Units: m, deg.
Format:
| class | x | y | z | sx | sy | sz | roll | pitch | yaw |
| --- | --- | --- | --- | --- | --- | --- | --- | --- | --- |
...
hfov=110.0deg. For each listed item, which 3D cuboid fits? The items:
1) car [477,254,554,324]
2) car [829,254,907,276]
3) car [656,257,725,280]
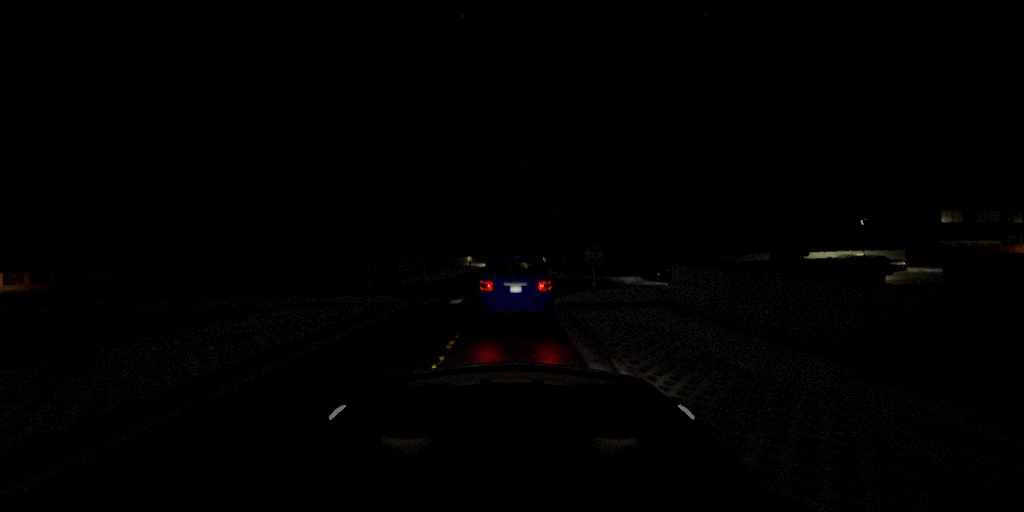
| class | x | y | z | sx | sy | sz | roll | pitch | yaw |
| --- | --- | --- | --- | --- | --- | --- | --- | --- | --- |
| car | 0.101 | 0.941 | 11.973 | 2.150 | 2.045 | 5.566 | 0 | 0 | 0 |
| car | 22.096 | 0.563 | 23.154 | 5.357 | 1.411 | 2.033 | -2 | 0 | 0 |
| car | 11.760 | 0.825 | 23.083 | 4.674 | 1.442 | 1.812 | -2 | 0 | 0 |
